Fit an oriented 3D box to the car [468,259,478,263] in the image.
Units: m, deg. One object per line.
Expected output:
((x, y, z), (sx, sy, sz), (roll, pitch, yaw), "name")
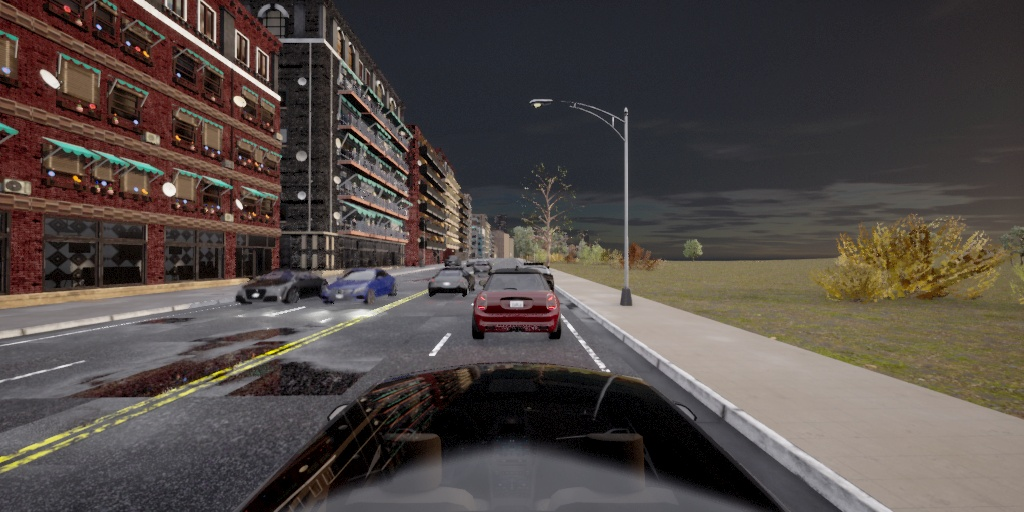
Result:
((-3.071, 1.244, 38.619), (2.128, 1.511, 4.902), (0, 0, 0), "car")

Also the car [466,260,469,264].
((-6.458, 1.227, 59.073), (1.882, 1.535, 5.008), (0, 0, 0), "car")

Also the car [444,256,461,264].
((-9.709, 0.973, 59.209), (2.150, 2.045, 5.566), (0, 0, 0), "car")

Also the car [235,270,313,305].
((-9.821, 1.315, 15.734), (1.994, 1.385, 4.181), (0, 0, 0), "car")

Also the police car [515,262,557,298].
((1.174, 1.177, 19.689), (1.930, 1.638, 5.238), (0, 0, 0), "police car")

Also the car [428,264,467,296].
((-3.114, 1.316, 19.146), (1.994, 1.385, 4.181), (0, 0, 0), "car")

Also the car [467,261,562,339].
((0.113, 1.103, 10.194), (2.097, 1.767, 4.553), (0, 0, 0), "car")

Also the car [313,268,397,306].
((-6.570, 1.277, 15.988), (1.812, 1.442, 4.674), (0, 0, 0), "car")
